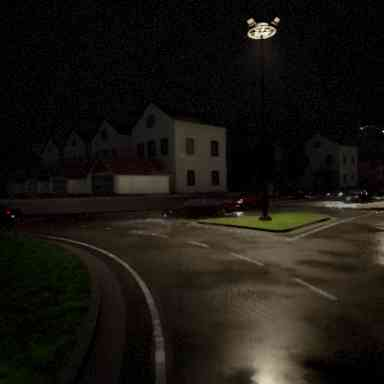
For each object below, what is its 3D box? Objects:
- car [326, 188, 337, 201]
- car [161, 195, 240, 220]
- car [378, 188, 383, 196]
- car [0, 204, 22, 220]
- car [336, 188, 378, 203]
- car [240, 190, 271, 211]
[{"bbox_3d":[19.437,0.256,43.462,4.553,1.767,2.097,-2,1,-42],"label":"car"},{"bbox_3d":[0.498,1.166,24.271,5.357,1.411,2.033,-2,1,-26],"label":"car"},{"bbox_3d":[32.788,-0.030,55.589,5.357,1.411,2.033,-2,1,-42],"label":"car"},{"bbox_3d":[-15.475,1.559,24.781,4.718,1.301,1.895,-1,1,4],"label":"car"},{"bbox_3d":[19.119,0.482,38.441,4.902,1.511,2.128,-2,1,-42],"label":"car"},{"bbox_3d":[5.282,0.757,31.195,4.553,1.767,2.097,-2,1,-37],"label":"car"}]
